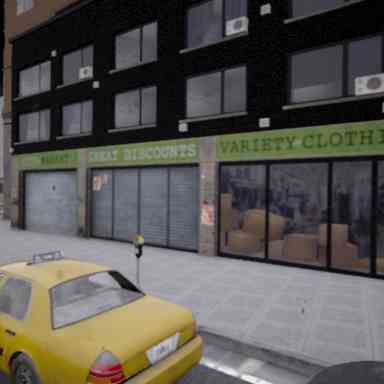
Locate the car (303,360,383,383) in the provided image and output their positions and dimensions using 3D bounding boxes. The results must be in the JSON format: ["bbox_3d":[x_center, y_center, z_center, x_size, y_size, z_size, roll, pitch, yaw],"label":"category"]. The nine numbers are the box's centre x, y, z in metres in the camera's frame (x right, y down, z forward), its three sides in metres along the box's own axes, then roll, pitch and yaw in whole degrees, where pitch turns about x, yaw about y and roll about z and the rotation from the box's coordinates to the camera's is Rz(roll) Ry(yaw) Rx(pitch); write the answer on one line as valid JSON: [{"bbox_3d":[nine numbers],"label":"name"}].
[{"bbox_3d":[2.518,1.558,1.293,4.403,1.369,2.008,0,1,35],"label":"car"}]

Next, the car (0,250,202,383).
[{"bbox_3d":[-2.168,1.502,4.636,4.829,1.417,1.752,0,1,35],"label":"car"}]
